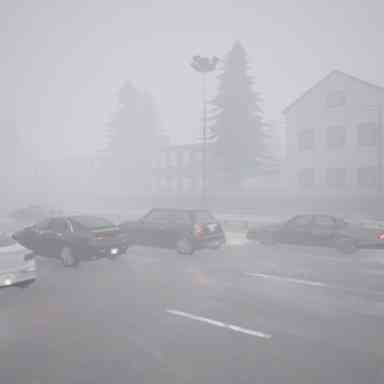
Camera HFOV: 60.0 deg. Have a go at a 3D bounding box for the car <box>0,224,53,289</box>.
[{"bbox_3d":[-5.533,1.542,7.938,4.674,1.442,1.812,0,0,36],"label":"car"}]

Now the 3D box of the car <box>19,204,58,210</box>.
[{"bbox_3d":[-11.782,1.592,25.289,5.357,1.411,2.033,0,0,35],"label":"car"}]

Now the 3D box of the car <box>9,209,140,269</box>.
[{"bbox_3d":[-4.286,1.523,11.347,4.892,1.490,1.837,0,0,35],"label":"car"}]

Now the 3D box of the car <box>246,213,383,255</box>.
[{"bbox_3d":[4.929,1.555,13.373,5.357,1.411,2.033,0,0,35],"label":"car"}]

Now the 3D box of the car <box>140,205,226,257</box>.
[{"bbox_3d":[-0.987,1.368,13.293,4.553,1.767,2.097,0,0,35],"label":"car"}]
